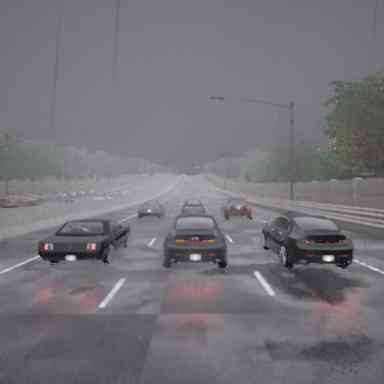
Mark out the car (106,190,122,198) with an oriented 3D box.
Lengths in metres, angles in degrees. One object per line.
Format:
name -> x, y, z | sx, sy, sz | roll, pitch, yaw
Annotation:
car -> -17.481, 0.345, 76.102 | 2.097, 1.767, 4.553 | 0, 2, 0

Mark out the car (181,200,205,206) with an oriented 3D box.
car -> 0.101, 1.392, 28.052 | 2.128, 1.511, 4.902 | 0, 0, 0

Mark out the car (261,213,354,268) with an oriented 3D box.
car -> 3.594, 1.469, 11.167 | 1.837, 1.490, 4.892 | 0, 1, 0

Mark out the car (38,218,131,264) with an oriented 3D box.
car -> -3.404, 1.562, 11.582 | 1.895, 1.301, 4.718 | 0, 0, 0

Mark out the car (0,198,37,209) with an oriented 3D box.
car -> -17.587, 1.477, 34.291 | 1.895, 1.301, 4.718 | 0, 0, 0

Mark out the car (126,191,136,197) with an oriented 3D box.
car -> -13.981, 0.468, 76.492 | 1.837, 1.490, 4.892 | 0, 2, 0

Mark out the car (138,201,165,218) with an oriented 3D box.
car -> -3.399, 1.462, 28.575 | 1.994, 1.385, 4.181 | 0, 0, 0

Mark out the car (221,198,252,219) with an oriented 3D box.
car -> 3.600, 1.253, 27.794 | 2.097, 1.767, 4.553 | 0, 0, 0

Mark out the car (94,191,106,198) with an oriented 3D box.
car -> -20.981, 0.520, 76.495 | 1.994, 1.385, 4.181 | 0, 2, 0

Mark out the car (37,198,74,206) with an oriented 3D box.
car -> -14.084, 1.362, 35.434 | 2.128, 1.511, 4.902 | 0, 0, 0

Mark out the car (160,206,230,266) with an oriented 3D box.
car -> 0.094, 1.468, 11.310 | 1.837, 1.490, 4.892 | 0, 1, 0
